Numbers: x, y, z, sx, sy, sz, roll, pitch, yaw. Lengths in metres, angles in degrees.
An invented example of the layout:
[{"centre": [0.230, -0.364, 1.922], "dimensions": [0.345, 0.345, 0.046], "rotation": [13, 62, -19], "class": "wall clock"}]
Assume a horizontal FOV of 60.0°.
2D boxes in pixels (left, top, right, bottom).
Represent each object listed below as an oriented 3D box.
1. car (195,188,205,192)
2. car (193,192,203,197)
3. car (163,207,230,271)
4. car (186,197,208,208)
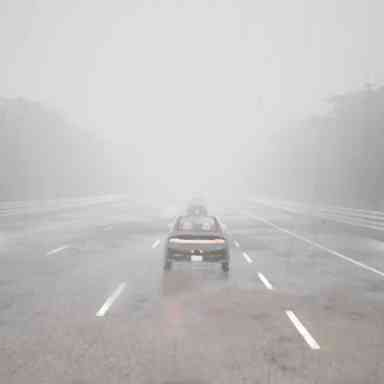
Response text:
[{"centre": [1.382, 0.505, 77.269], "dimensions": [2.128, 1.511, 4.902], "rotation": [1, 1, 2], "class": "car"}, {"centre": [0.755, 1.197, 48.087], "dimensions": [1.812, 1.442, 4.674], "rotation": [1, 1, 1], "class": "car"}, {"centre": [0.162, 1.495, 10.954], "dimensions": [2.128, 1.511, 4.902], "rotation": [1, 0, 1], "class": "car"}, {"centre": [0.465, 1.450, 30.050], "dimensions": [1.812, 1.442, 4.674], "rotation": [1, 1, 1], "class": "car"}]
